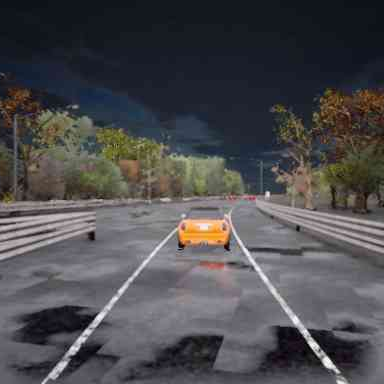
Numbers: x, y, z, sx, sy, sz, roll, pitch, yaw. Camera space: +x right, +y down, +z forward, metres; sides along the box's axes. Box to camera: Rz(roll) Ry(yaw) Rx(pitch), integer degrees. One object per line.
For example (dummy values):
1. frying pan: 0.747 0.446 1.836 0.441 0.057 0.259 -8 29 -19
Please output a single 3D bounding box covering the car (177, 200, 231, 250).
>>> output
1. car: 0.568 1.411 14.883 2.097 1.767 4.553 0 0 3
